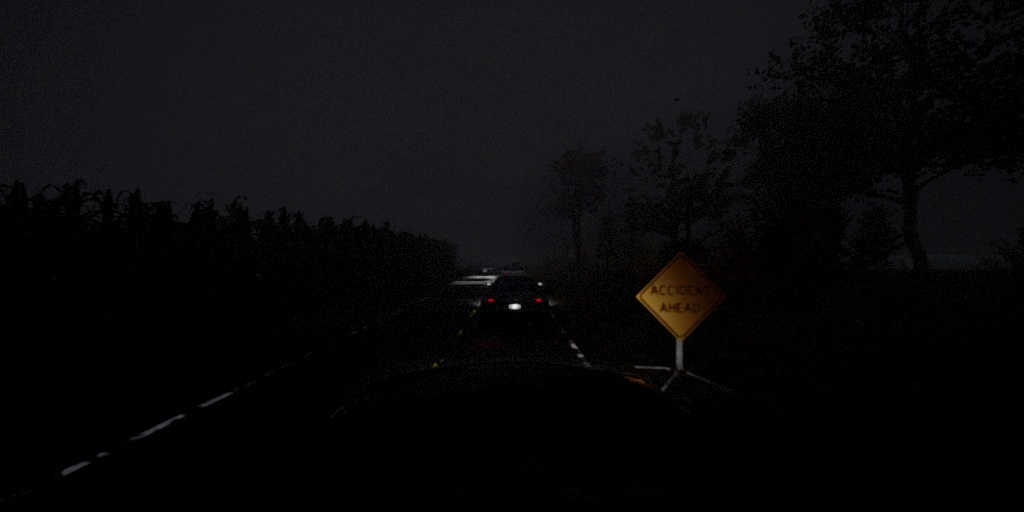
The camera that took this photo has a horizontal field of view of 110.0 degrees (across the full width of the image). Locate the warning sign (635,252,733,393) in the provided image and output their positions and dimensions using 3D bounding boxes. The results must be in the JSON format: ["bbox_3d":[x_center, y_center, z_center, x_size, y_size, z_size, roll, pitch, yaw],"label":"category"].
[{"bbox_3d":[2.450,0.869,5.253,1.300,1.860,1.060,0,0,0],"label":"warning sign"}]

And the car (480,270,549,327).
[{"bbox_3d":[0.082,1.328,11.656,1.994,1.385,4.181,0,0,0],"label":"car"}]

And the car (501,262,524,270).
[{"bbox_3d":[0.093,1.399,29.814,1.895,1.301,4.718,0,0,0],"label":"car"}]

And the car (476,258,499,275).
[{"bbox_3d":[-2.841,1.313,39.613,2.128,1.511,4.902,0,0,0],"label":"car"}]
